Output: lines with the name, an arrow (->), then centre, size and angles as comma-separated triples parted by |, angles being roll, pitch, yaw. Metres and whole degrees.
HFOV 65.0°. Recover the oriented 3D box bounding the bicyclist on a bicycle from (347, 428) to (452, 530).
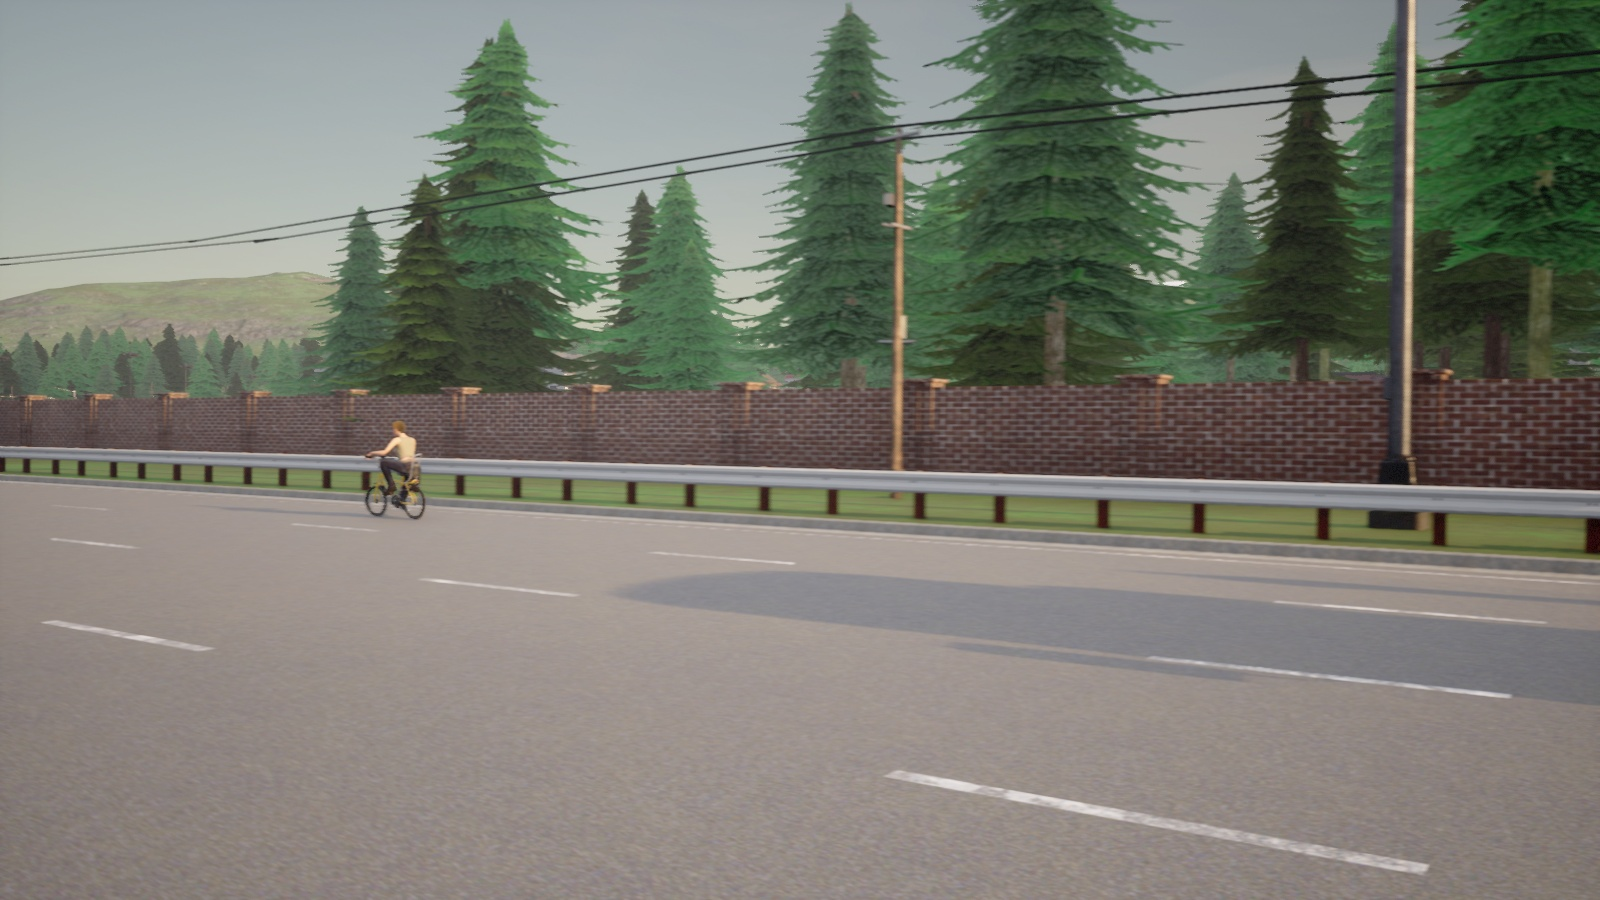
bicyclist on a bicycle -> -6.574, 0.447, 20.588 | 1.509, 1.612, 0.866 | 0, 1, 34
